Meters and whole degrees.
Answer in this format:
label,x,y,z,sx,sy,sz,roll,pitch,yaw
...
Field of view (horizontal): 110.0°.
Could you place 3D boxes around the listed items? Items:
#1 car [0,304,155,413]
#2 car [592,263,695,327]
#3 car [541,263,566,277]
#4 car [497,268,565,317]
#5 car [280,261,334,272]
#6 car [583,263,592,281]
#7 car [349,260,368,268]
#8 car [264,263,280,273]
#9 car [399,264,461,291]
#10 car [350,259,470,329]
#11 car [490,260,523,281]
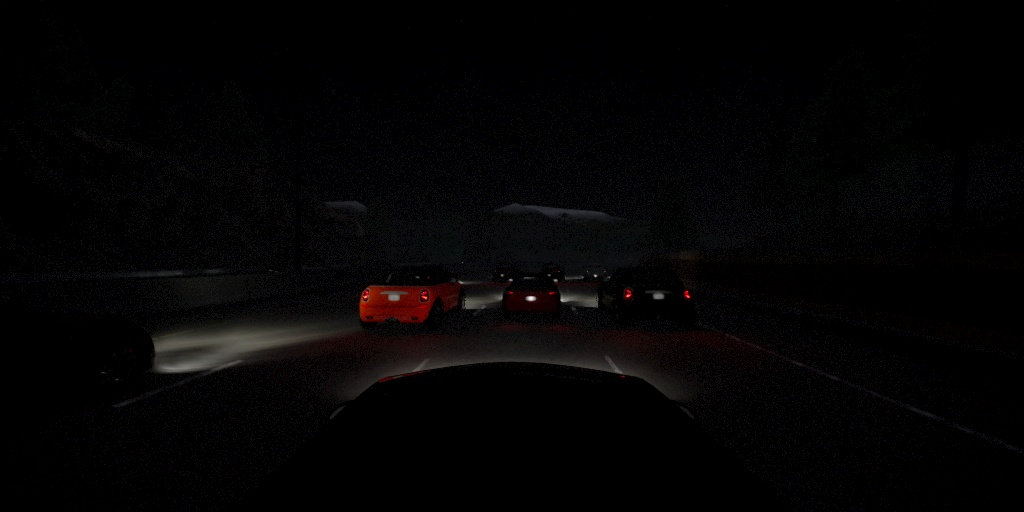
label,x,y,z,sx,sy,sz,roll,pitch,yaw
car,-6.775,1.083,3.815,2.097,1.767,4.553,0,0,1
car,4.162,1.119,11.883,2.097,1.767,4.553,0,0,5
car,3.364,1.300,29.900,1.812,1.442,4.674,0,0,12
car,0.777,1.322,13.378,1.994,1.385,4.181,0,0,5
car,-20.497,1.308,36.334,1.895,1.301,4.718,0,0,13
car,6.983,1.311,30.064,1.812,1.442,4.674,0,0,13
car,-13.573,1.219,35.137,2.128,1.511,4.902,0,0,14
car,-23.721,1.262,37.768,1.994,1.385,4.181,0,0,14
car,-5.082,1.293,23.168,2.033,1.411,5.357,0,0,9
car,-2.899,1.098,11.412,2.097,1.767,4.553,0,0,4
car,-0.280,1.289,29.618,1.812,1.442,4.674,0,0,12
